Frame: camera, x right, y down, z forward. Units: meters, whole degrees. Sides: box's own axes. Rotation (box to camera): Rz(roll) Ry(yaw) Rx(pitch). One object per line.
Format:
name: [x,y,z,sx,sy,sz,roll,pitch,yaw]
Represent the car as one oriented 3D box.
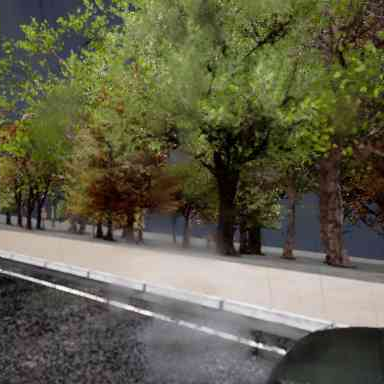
car: [2.463,1.566,1.932,4.181,1.385,1.994,0,0,35]
